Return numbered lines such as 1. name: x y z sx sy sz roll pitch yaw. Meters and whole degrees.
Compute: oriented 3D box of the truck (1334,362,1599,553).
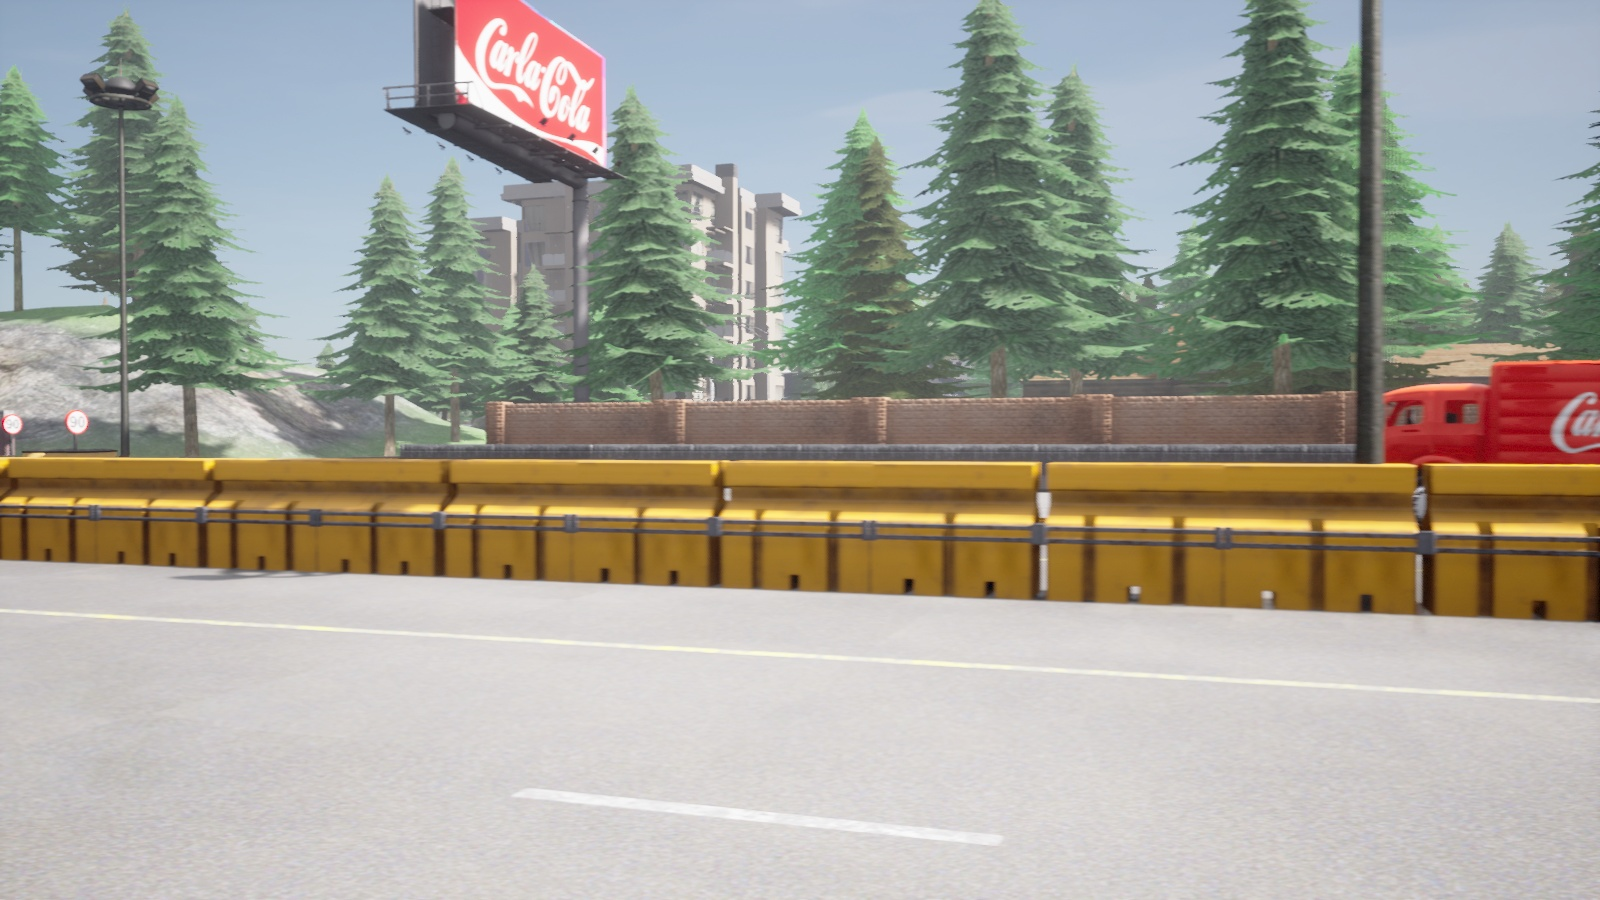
1. truck: 10.600 0.102 17.637 5.204 2.467 2.627 1 0 36
